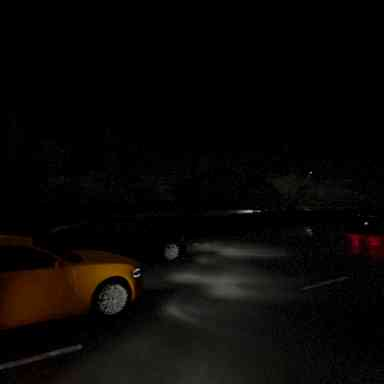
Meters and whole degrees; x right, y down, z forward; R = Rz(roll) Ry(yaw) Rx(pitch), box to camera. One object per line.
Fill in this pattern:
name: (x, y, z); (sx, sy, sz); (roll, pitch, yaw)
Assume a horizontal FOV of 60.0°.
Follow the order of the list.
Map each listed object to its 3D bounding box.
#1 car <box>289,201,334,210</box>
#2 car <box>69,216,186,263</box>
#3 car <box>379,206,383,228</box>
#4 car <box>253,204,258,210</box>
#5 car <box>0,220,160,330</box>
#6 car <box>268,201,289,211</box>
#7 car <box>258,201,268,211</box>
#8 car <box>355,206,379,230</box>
car: (12.702, 1.722, 34.503); (5.008, 1.535, 1.882); (1, -1, -35)
car: (-2.508, 1.509, 10.556); (5.008, 1.535, 1.882); (1, 0, -36)
car: (11.881, 1.377, 16.537); (5.566, 2.045, 2.150); (1, 0, -36)
car: (10.392, 1.856, 45.710); (4.181, 1.385, 1.994); (1, -1, -35)
car: (-3.253, 1.482, 5.725); (5.008, 1.535, 1.882); (1, 0, -36)
car: (11.162, 1.774, 37.699); (4.674, 1.442, 1.812); (1, 0, -35)
car: (11.275, 1.823, 42.051); (5.357, 1.411, 2.033); (1, 0, -35)
car: (12.317, 1.671, 21.134); (4.902, 1.511, 2.128); (1, 0, -36)
